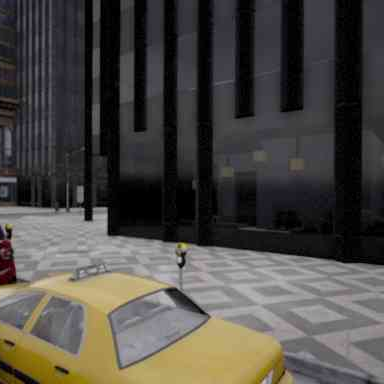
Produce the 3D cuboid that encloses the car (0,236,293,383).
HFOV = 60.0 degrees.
[{"bbox_3d":[-1.361,1.518,3.914,4.829,1.417,1.752,0,0,35],"label":"car"}]

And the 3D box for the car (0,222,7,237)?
[{"bbox_3d":[-5.661,1.297,6.935,5.009,1.841,2.192,0,0,35],"label":"car"}]
